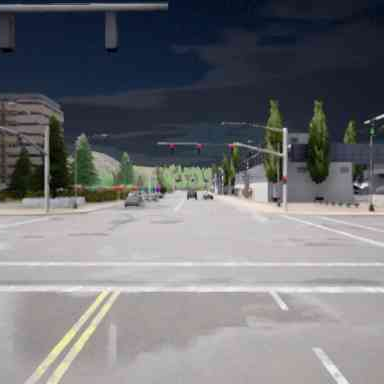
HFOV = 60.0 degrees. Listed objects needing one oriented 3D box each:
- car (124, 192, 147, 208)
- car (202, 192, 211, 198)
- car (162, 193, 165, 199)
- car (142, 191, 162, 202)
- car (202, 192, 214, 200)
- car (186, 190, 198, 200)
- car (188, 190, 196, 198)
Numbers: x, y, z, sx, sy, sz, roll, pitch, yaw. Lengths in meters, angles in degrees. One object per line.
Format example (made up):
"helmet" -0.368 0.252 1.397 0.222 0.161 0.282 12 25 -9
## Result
"car" -7.087 1.144 40.903 1.837 1.490 4.892 0 0 0
"car" 3.502 0.744 80.248 1.895 1.301 4.718 0 1 0
"car" -6.998 0.878 73.529 2.033 1.411 5.357 0 1 0
"car" -7.040 0.979 58.270 2.128 1.511 4.902 0 0 1
"car" 3.501 0.969 69.941 1.895 1.301 4.718 0 1 0
"car" 0.001 0.603 69.564 2.150 2.045 5.566 0 1 0
"car" 0.002 0.504 80.186 2.097 1.767 4.553 0 1 0
